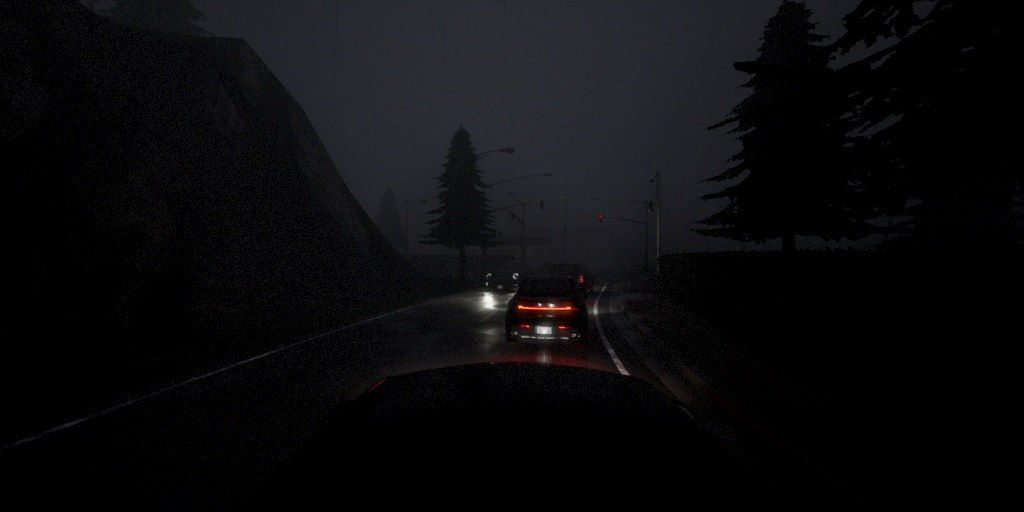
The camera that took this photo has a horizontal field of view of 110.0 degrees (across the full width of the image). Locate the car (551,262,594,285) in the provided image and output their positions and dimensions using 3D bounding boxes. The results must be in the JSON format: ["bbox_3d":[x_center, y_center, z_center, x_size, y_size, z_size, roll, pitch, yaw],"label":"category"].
[{"bbox_3d":[3.022,1.102,18.558,2.097,1.767,4.553,0,0,17],"label":"car"}]

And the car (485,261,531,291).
[{"bbox_3d":[-0.007,1.101,21.539,2.097,1.767,4.553,0,0,17],"label":"car"}]

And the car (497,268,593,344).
[{"bbox_3d":[1.020,1.255,9.637,1.837,1.490,4.892,0,0,9],"label":"car"}]
